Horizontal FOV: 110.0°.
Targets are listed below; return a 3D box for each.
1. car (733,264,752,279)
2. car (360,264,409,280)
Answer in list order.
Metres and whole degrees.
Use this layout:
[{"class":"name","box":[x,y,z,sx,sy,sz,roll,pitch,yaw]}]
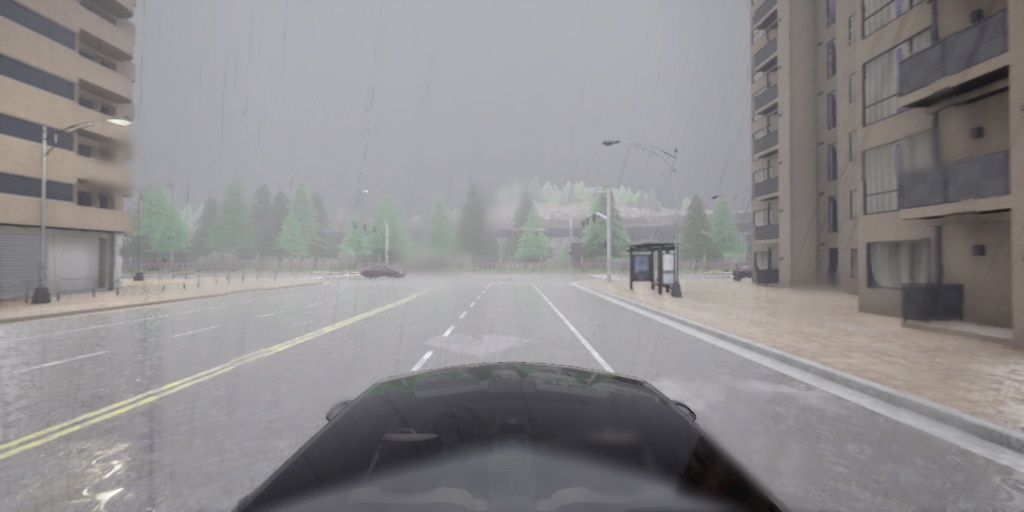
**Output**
[{"class":"car","box":[24.708,1.552,35.866,4.674,1.442,1.812,1,-1,1]},{"class":"car","box":[-12.905,1.583,36.390,4.674,1.442,1.812,1,0,0]}]
